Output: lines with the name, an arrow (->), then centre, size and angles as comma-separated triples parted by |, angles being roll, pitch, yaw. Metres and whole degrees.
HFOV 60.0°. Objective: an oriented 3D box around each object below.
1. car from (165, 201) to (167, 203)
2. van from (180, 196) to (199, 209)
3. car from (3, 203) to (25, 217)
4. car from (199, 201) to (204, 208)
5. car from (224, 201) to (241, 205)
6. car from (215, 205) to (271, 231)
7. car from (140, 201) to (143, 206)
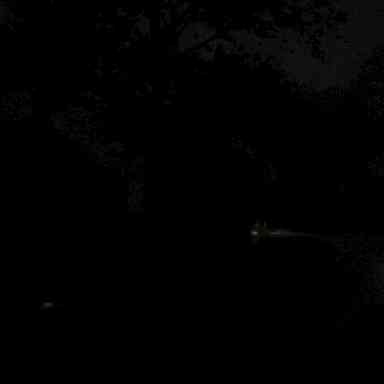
car -> -5.527, 1.803, 64.643 | 2.185, 1.767, 4.553 | 0, 0, -36
van -> -1.360, 1.684, 52.717 | 1.878, 1.987, 4.442 | 0, 0, -36
car -> -20.758, 1.910, 38.641 | 2.185, 1.767, 4.553 | -1, 0, -35
car -> 1.086, 1.923, 54.099 | 1.946, 1.575, 5.366 | 0, 0, -36
car -> 7.772, 1.765, 59.157 | 2.435, 2.045, 5.566 | 1, -1, -36
car -> 3.486, 1.925, 24.145 | 1.837, 1.490, 4.892 | 2, -2, -35
car -> -8.024, 1.909, 63.118 | 1.946, 1.575, 5.366 | 0, 0, -36
